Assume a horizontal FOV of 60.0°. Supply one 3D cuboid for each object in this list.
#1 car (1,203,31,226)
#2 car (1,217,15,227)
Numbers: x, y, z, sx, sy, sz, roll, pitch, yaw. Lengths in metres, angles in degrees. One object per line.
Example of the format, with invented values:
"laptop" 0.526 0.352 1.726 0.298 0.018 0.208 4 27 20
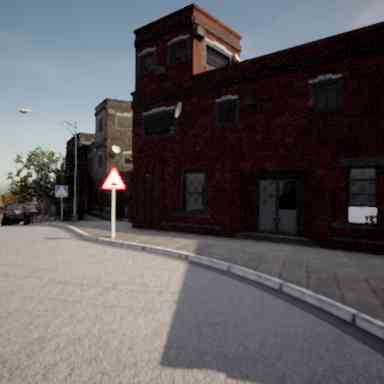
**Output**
"car" -16.756 2.164 31.794 2.150 2.045 5.566 0 -5 -30
"car" -33.182 5.401 59.890 2.128 1.511 4.902 0 -5 -30
